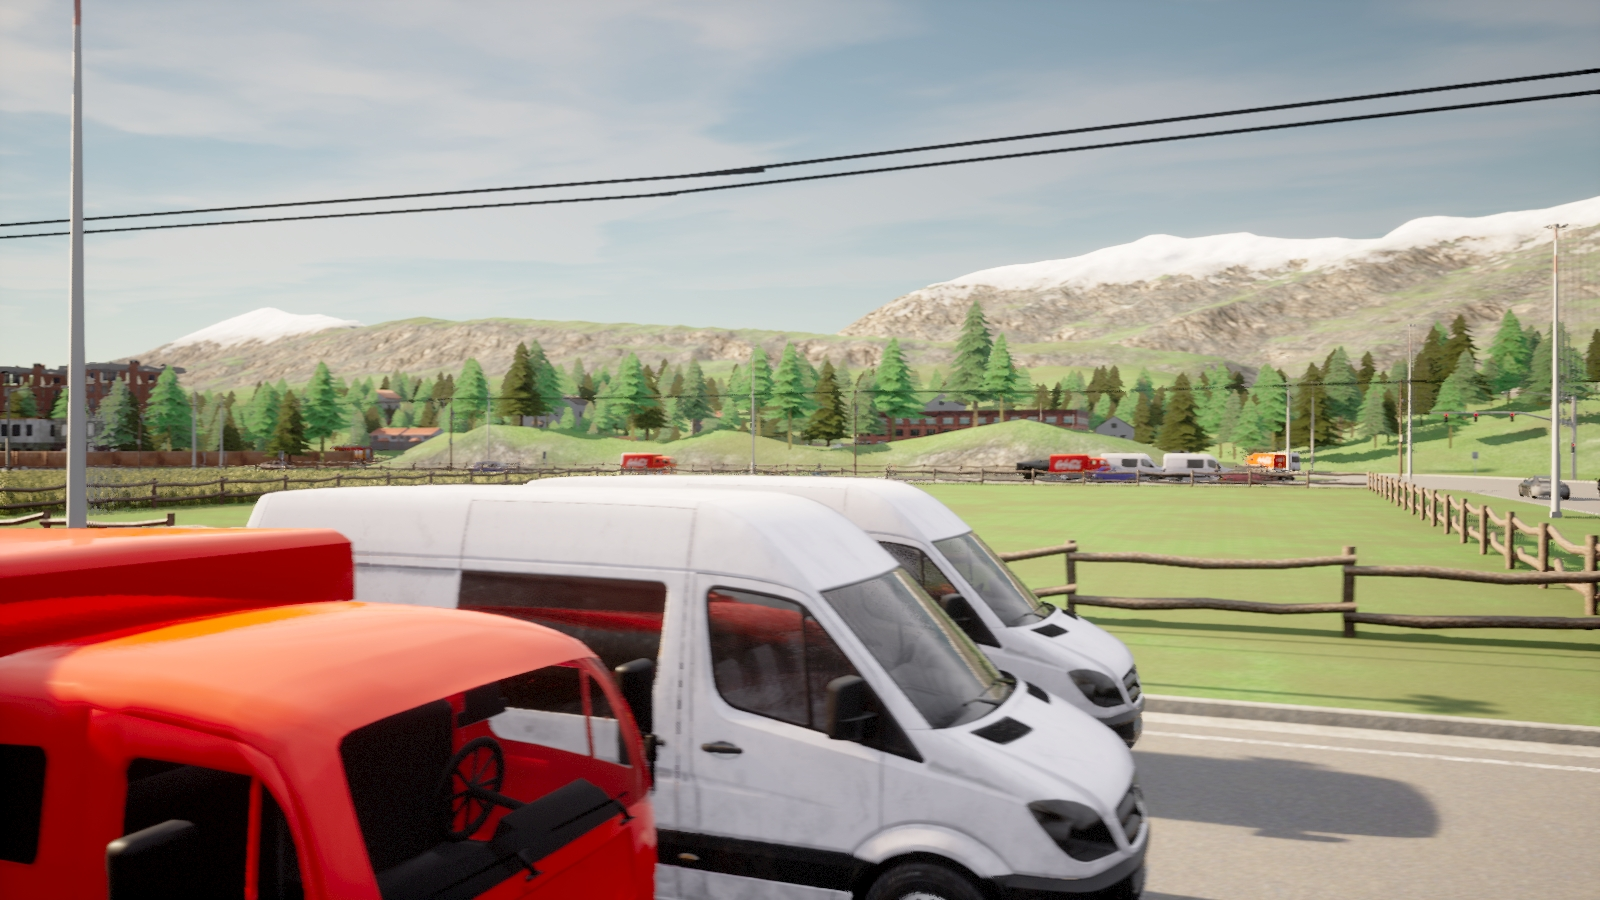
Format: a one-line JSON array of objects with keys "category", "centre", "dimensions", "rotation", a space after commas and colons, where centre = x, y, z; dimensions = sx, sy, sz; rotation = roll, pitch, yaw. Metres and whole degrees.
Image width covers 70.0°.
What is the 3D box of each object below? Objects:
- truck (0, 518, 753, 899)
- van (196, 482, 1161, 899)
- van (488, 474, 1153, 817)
[{"category": "truck", "centre": [-3.107, 1.583, 4.538], "dimensions": [5.204, 2.467, 2.627], "rotation": [-1, 0, 21]}, {"category": "van", "centre": [-0.832, 1.538, 7.357], "dimensions": [5.915, 2.561, 1.988], "rotation": [0, 0, 21]}, {"category": "van", "centre": [0.158, 1.540, 10.726], "dimensions": [5.915, 2.561, 1.988], "rotation": [0, 0, 21]}]
